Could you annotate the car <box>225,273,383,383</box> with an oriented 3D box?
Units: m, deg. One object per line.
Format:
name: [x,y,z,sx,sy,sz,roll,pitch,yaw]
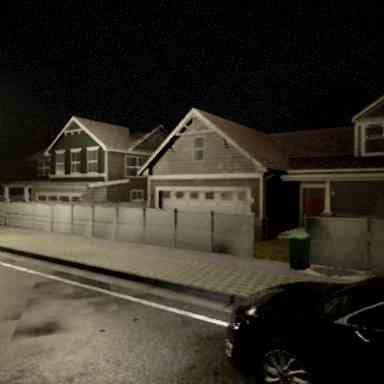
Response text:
car: [2.663,1.507,3.259,4.892,1.490,1.837,0,0,36]
